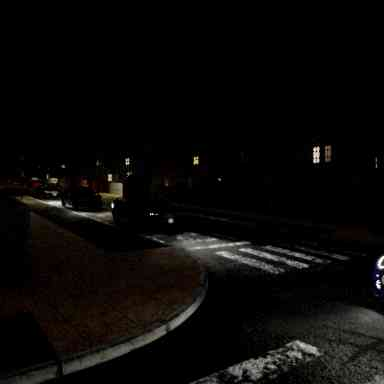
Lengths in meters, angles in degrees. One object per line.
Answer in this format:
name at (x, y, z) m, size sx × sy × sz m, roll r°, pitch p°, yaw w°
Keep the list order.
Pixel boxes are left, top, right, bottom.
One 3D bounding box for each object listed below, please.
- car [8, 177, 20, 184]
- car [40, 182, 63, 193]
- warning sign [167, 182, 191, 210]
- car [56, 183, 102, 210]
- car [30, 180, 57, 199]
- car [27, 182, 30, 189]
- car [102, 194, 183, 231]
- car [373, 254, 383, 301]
car at (-42.554, -2.893, 79.497) m, size 2.097 × 1.767 × 4.553 m, roll -3°, pitch 4°, yaw -35°
car at (-18.893, -0.602, 44.601) m, size 1.895 × 1.301 × 4.718 m, roll 0°, pitch 2°, yaw -35°
warning sign at (-0.912, 0.248, 23.282) m, size 1.300 × 1.860 × 1.060 m, roll -3°, pitch 2°, yaw -35°
car at (-8.096, 0.343, 24.221) m, size 1.882 × 1.535 × 5.008 m, roll 0°, pitch 2°, yaw -35°
car at (-14.059, -0.134, 32.666) m, size 2.128 × 1.511 × 4.902 m, roll 0°, pitch 3°, yaw -35°
car at (-25.115, -1.188, 53.396) m, size 1.812 × 1.442 × 4.674 m, roll 0°, pitch 2°, yaw -35°
car at (-2.292, 0.835, 16.009) m, size 2.128 × 1.511 × 4.902 m, roll 0°, pitch 2°, yaw -35°
car at (5.788, 1.352, 6.917) m, size 4.553 × 1.767 × 2.097 m, roll 0°, pitch 0°, yaw -34°
